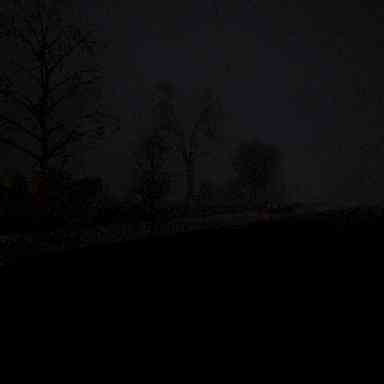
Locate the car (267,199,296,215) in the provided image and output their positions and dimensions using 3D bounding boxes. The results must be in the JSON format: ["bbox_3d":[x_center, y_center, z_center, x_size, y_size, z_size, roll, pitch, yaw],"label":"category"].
[{"bbox_3d":[10.283,1.634,37.936,2.097,1.767,4.553,1,0,36],"label":"car"}]
